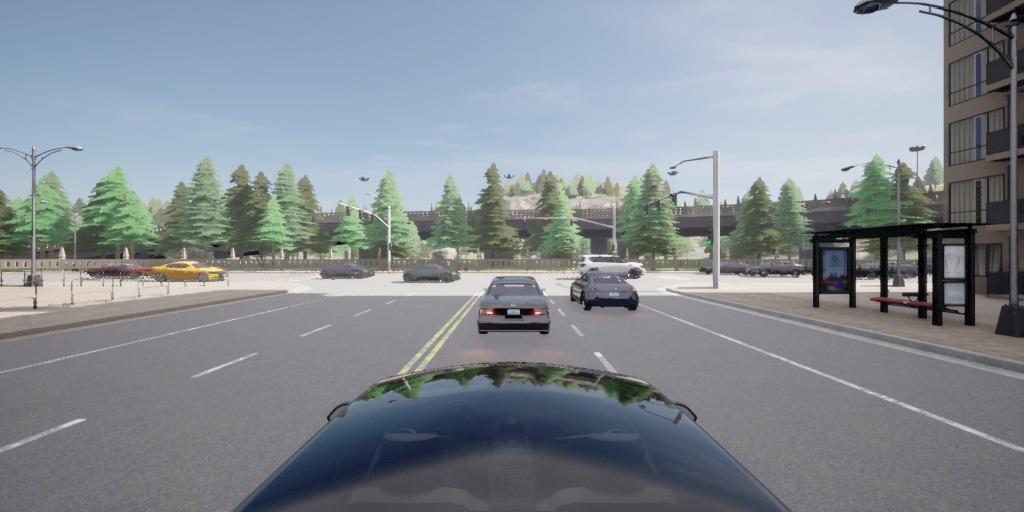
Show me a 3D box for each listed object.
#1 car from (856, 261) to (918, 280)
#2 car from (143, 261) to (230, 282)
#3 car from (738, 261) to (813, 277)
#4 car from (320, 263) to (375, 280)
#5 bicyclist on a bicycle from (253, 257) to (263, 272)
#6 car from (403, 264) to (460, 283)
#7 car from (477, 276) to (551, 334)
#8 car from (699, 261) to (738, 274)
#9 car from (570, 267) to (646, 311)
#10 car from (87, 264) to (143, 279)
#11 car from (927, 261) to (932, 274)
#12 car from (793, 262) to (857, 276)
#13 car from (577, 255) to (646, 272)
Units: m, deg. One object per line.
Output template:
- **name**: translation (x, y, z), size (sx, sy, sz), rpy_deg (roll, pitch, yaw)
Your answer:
- **car**: translation (30.451, 1.295, 29.767), size (4.718, 1.301, 1.895), rpy_deg (0, 0, 2)
- **car**: translation (-24.190, 1.172, 27.070), size (5.008, 1.535, 1.882), rpy_deg (0, 0, 0)
- **car**: translation (24.522, 1.186, 33.549), size (4.902, 1.511, 2.128), rpy_deg (0, 0, 2)
- **car**: translation (-13.928, 1.259, 30.440), size (4.181, 1.385, 1.994), rpy_deg (0, 0, 1)
- **bicyclist on a bicycle**: translation (-29.468, 0.995, 41.636), size (0.582, 1.620, 1.656), rpy_deg (0, 0, 1)
- **car**: translation (-5.988, 1.295, 26.833), size (4.181, 1.385, 1.994), rpy_deg (0, 0, 1)
- **car**: translation (0.058, 1.297, 10.540), size (2.033, 1.411, 5.357), rpy_deg (0, 0, 1)
- **car**: translation (22.405, 1.242, 37.129), size (5.357, 1.411, 2.033), rpy_deg (0, 0, 1)
- **car**: translation (3.577, 1.314, 14.551), size (1.994, 1.385, 4.181), rpy_deg (0, 0, 0)
- **car**: translation (-32.950, 1.295, 30.656), size (4.718, 1.301, 1.895), rpy_deg (0, 0, 0)
- **car**: translation (40.977, 1.220, 35.164), size (4.674, 1.442, 1.812), rpy_deg (0, 0, 17)
- **car**: translation (31.984, 1.295, 36.729), size (4.718, 1.301, 1.895), rpy_deg (0, 0, 4)
- **car**: translation (8.243, 0.919, 30.142), size (5.566, 2.045, 2.150), rpy_deg (0, 0, 1)
